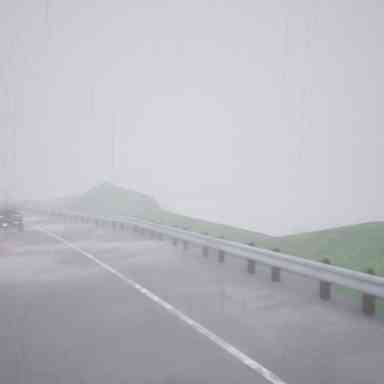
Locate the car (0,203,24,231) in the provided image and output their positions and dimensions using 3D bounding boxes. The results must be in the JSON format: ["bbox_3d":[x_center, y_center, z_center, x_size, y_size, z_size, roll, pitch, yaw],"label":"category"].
[{"bbox_3d":[-10.744,1.372,18.661,1.837,1.490,4.892,-2,2,-35],"label":"car"}]
